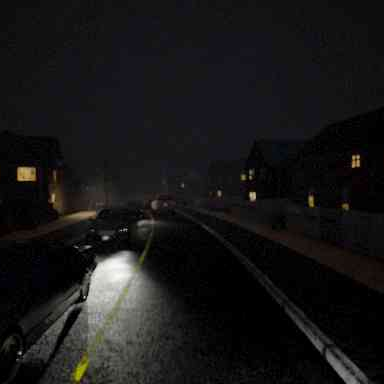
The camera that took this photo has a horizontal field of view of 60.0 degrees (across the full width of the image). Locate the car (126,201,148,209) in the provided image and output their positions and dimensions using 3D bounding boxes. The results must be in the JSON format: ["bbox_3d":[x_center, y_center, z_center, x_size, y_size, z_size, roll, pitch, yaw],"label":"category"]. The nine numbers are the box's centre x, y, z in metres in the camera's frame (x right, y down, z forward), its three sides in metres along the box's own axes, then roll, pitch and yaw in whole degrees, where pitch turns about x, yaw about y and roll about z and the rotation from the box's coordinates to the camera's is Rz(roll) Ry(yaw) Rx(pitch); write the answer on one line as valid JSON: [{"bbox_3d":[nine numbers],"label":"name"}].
[{"bbox_3d":[-5.098,1.534,29.610,1.882,1.535,5.008,0,0,-8],"label":"car"}]

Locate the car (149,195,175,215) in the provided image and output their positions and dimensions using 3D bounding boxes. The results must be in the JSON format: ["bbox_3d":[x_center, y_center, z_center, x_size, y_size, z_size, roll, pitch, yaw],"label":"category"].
[{"bbox_3d":[-3.089,1.280,35.296,2.150,2.045,5.566,0,0,-10],"label":"car"}]

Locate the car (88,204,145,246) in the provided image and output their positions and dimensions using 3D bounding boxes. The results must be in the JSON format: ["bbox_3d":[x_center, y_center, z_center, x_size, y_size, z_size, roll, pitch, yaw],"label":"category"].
[{"bbox_3d":[-3.531,1.513,15.327,2.128,1.511,4.902,0,0,-5],"label":"car"}]

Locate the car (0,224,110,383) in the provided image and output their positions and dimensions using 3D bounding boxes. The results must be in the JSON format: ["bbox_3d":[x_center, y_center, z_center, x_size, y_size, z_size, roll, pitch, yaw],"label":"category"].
[{"bbox_3d":[-3.014,1.553,5.455,2.033,1.411,5.357,0,0,-2],"label":"car"}]
